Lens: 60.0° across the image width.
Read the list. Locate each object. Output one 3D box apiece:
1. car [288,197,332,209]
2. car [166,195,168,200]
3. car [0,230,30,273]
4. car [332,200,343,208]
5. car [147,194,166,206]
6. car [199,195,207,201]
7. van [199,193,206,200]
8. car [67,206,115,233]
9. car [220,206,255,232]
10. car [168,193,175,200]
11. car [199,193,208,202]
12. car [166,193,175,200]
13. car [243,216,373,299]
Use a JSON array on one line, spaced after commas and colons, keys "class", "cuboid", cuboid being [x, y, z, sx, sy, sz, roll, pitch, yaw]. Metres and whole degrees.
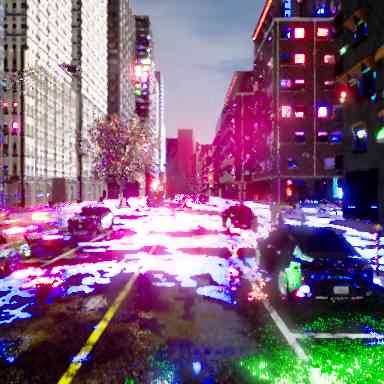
[{"class": "car", "cuboid": [13.389, 1.248, 38.651, 4.403, 1.369, 2.008, -1, 1, -1]}, {"class": "car", "cuboid": [-5.746, 1.468, 57.138, 1.947, 1.339, 4.313, 0, 0, 0]}, {"class": "car", "cuboid": [-5.697, 1.511, 7.992, 1.752, 1.417, 4.829, 0, 0, 0]}, {"class": "car", "cuboid": [18.786, 1.142, 38.710, 4.829, 1.417, 1.752, -1, 1, -1]}, {"class": "car", "cuboid": [-5.741, 1.224, 51.615, 2.192, 1.841, 5.009, 0, 0, 0]}, {"class": "car", "cuboid": [2.614, 1.395, 79.407, 1.752, 1.417, 4.829, 0, 0, 0]}, {"class": "van", "cuboid": [2.608, 1.207, 84.761, 1.690, 1.788, 3.998, 0, 0, 0]}, {"class": "car", "cuboid": [-5.708, 1.506, 19.227, 1.887, 1.381, 4.507, 0, 0, 0]}, {"class": "car", "cuboid": [2.672, 1.504, 19.235, 2.008, 1.369, 4.403, 0, 0, 0]}, {"class": "car", "cuboid": [-5.772, 1.440, 84.753, 1.947, 1.339, 4.313, 0, 0, 0]}, {"class": "car", "cuboid": [2.619, 1.440, 73.714, 1.947, 1.339, 4.313, 0, 0, 0]}, {"class": "car", "cuboid": [-5.778, 1.186, 90.275, 2.192, 1.841, 5.009, 0, 0, 0]}, {"class": "car", "cuboid": [2.683, 1.528, 8.169, 2.008, 1.369, 4.403, 0, 0, 0]}]
